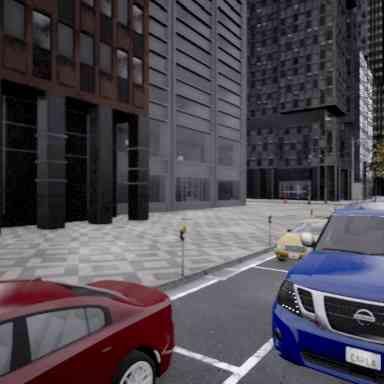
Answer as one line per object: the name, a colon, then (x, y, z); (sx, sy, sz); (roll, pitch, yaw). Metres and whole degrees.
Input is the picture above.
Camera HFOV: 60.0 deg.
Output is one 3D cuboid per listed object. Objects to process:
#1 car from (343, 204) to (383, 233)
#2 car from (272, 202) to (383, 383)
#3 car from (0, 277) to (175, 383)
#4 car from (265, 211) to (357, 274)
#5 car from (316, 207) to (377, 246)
car: (10.866, 1.543, 20.681); (1.887, 1.381, 4.507); (0, 0, 36)
car: (3.226, 1.221, 5.398); (2.150, 2.045, 5.566); (0, 0, 36)
car: (-1.985, 1.546, 2.700); (1.887, 1.381, 4.507); (0, 0, 36)
car: (4.342, 1.525, 11.552); (1.752, 1.417, 4.829); (0, 0, 36)
car: (7.653, 1.544, 16.186); (1.887, 1.381, 4.507); (0, 0, 36)
